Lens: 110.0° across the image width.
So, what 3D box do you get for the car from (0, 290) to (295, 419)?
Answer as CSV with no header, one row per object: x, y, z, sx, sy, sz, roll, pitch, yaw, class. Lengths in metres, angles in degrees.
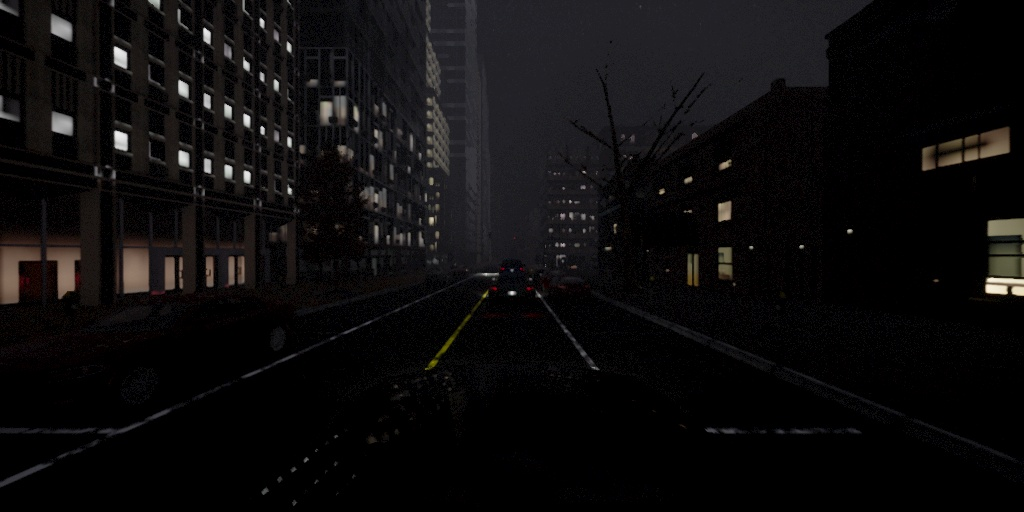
-5.690,1.337,6.151,1.888,1.381,4.507,0,0,0,car

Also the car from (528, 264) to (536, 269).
2.822,1.608,34.311,2.007,1.370,4.403,0,0,0,car

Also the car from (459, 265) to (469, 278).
-5.818,1.656,40.014,1.888,1.381,4.507,0,0,0,car

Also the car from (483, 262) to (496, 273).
-2.999,1.794,52.302,1.994,1.385,4.181,0,-1,0,car

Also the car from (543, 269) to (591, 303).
2.725,1.479,17.379,1.802,1.307,4.207,0,0,0,car

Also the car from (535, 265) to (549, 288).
2.760,1.495,23.023,1.888,1.381,4.507,0,0,0,car

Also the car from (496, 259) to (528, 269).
0.003,1.241,30.882,2.150,2.045,5.566,0,0,0,car

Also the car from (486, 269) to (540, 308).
0.006,1.450,16.145,1.994,1.385,4.181,0,0,0,car

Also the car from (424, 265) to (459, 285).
-5.792,1.555,28.725,2.007,1.370,4.403,0,0,0,car
